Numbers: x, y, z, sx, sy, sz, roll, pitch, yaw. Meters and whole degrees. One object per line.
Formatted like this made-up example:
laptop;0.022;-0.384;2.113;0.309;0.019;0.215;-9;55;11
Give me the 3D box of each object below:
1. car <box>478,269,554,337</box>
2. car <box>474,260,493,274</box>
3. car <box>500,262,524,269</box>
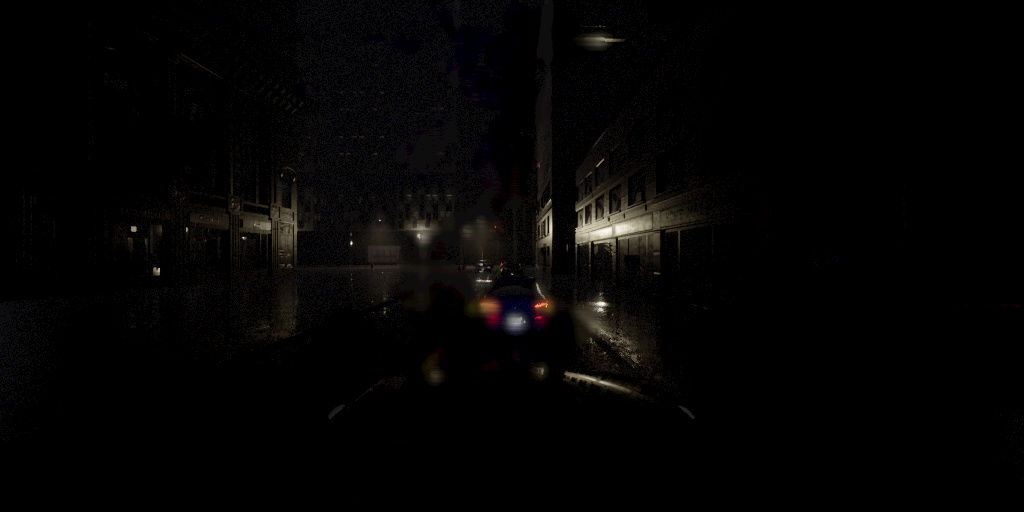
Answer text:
car;0.082;1.275;10.147;1.812;1.442;4.674;0;0;0
car;-3.166;1.241;41.201;2.128;1.511;4.902;0;0;0
car;0.026;1.240;31.166;2.128;1.511;4.902;0;0;0
